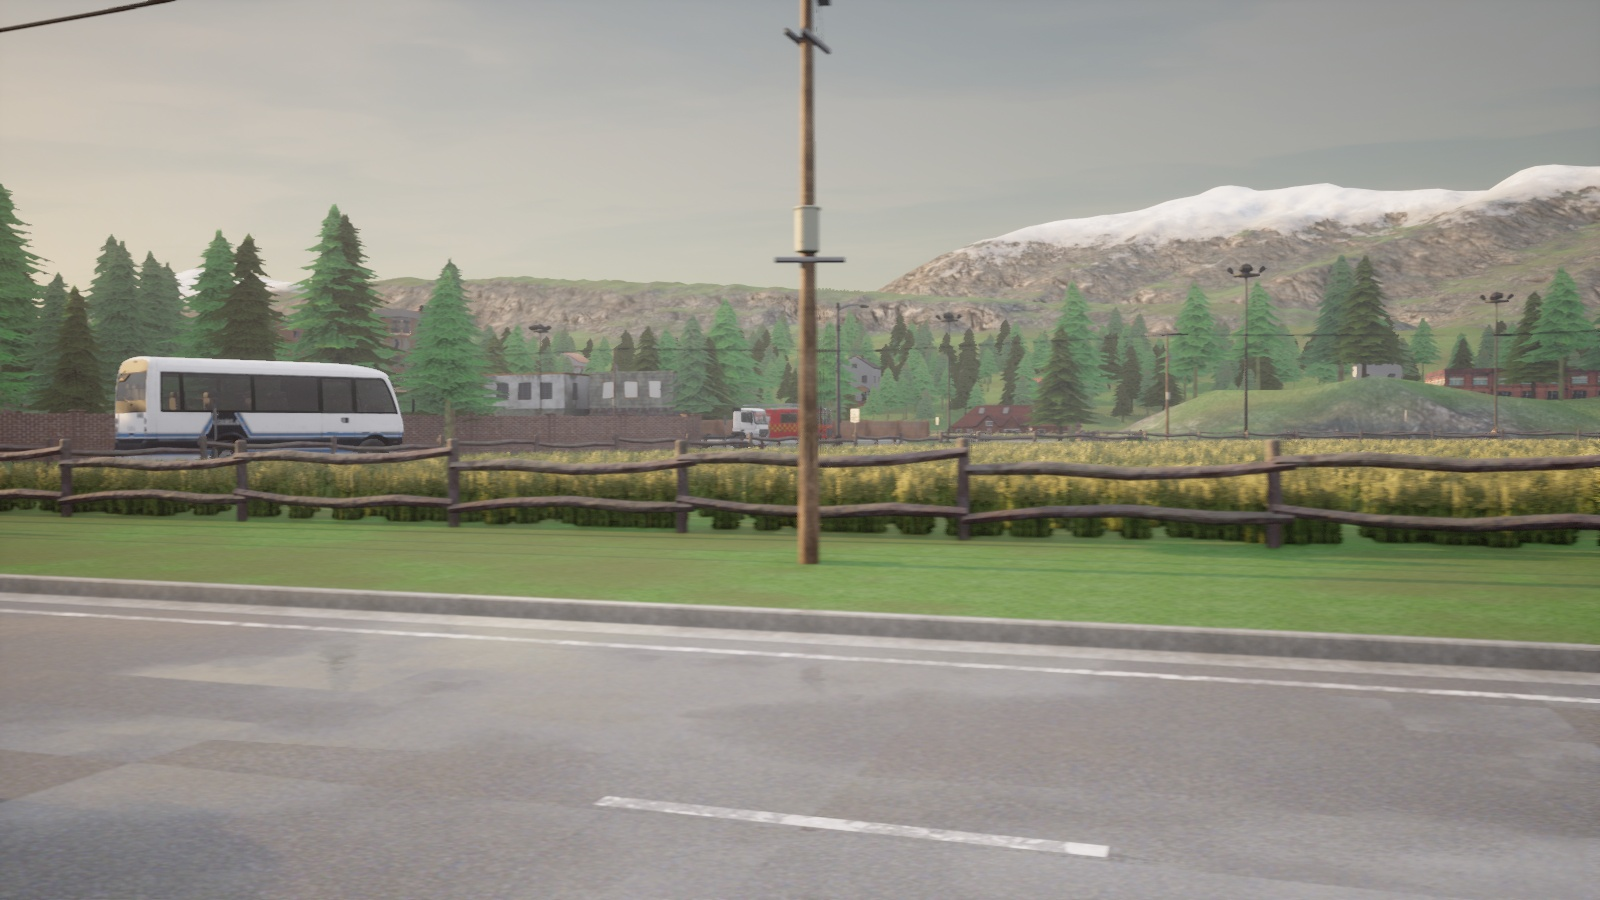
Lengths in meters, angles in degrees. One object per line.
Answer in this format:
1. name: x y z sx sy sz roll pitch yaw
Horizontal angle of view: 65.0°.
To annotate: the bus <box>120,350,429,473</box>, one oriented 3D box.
1. bus: -19.907 -1.398 48.304 3.944 4.253 10.273 1 1 43
